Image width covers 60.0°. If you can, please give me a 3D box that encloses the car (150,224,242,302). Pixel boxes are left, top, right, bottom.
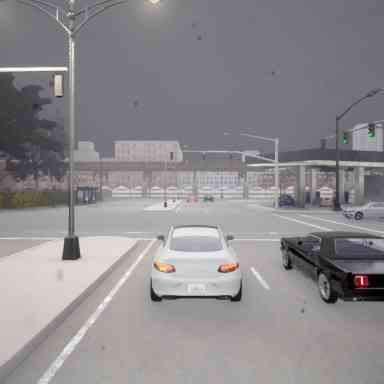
[{"bbox_3d":[0.085,1.517,8.145,1.812,1.442,4.674,0,0,0],"label":"car"}]

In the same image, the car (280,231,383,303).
[{"bbox_3d":[3.591,1.599,8.128,1.895,1.301,4.718,0,0,0],"label":"car"}]

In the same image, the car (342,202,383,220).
[{"bbox_3d":[14.899,1.523,27.498,4.674,1.442,1.812,0,0,-1],"label":"car"}]

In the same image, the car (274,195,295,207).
[{"bbox_3d":[13.230,1.262,47.682,2.242,1.667,4.611,0,0,0],"label":"car"}]

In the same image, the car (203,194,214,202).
[{"bbox_3d":[3.528,1.257,72.331,2.097,1.767,4.553,0,0,0],"label":"car"}]

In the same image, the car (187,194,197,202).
[{"bbox_3d":[0.028,1.250,72.332,2.097,1.767,4.553,0,0,0],"label":"car"}]

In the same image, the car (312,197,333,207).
[{"bbox_3d":[18.975,1.434,48.443,1.970,1.475,3.806,0,0,0],"label":"car"}]
